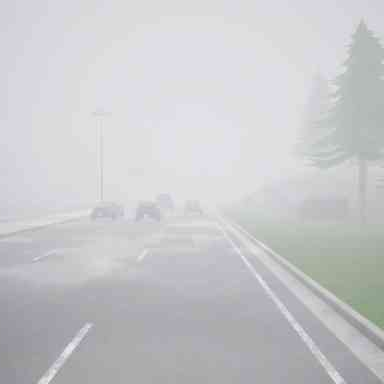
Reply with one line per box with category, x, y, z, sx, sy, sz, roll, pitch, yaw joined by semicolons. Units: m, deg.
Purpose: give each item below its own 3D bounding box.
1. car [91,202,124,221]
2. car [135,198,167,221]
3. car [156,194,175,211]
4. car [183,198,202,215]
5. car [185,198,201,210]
car;-6.898;1.526;27.399;1.812;1.442;4.674;0;0;0
car;-3.398;1.505;27.095;1.837;1.490;4.892;0;0;0
car;-3.388;1.219;41.075;2.150;2.045;5.566;0;0;0
car;0.097;1.547;34.435;2.033;1.411;5.357;0;0;0
car;0.140;1.547;44.510;2.033;1.411;5.357;0;0;1
